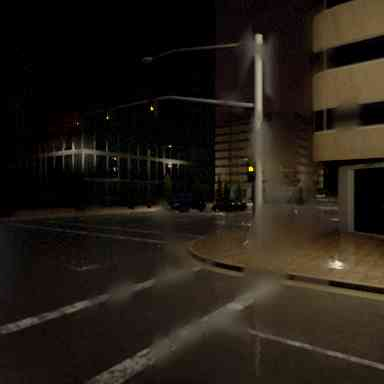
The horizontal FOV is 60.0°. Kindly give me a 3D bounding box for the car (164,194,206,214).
[{"bbox_3d":[-0.682,1.213,36.149,2.150,2.045,5.566,0,0,36],"label":"car"}]

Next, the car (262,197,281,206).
[{"bbox_3d":[13.104,1.518,54.702,1.812,1.442,4.674,0,0,37],"label":"car"}]

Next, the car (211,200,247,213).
[{"bbox_3d":[4.216,1.541,36.893,2.033,1.411,5.357,0,0,36],"label":"car"}]

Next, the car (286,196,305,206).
[{"bbox_3d":[16.924,1.506,53.958,1.837,1.490,4.892,0,0,37],"label":"car"}]
